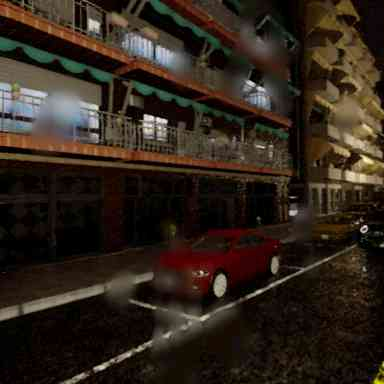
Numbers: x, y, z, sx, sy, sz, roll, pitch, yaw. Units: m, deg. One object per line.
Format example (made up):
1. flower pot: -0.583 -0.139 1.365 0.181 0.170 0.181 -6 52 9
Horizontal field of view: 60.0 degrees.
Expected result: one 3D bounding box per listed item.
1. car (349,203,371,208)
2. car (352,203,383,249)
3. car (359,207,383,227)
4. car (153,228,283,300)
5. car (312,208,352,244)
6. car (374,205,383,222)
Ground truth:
1. car: 11.319 1.633 21.907 2.192 1.841 5.009 -2 -2 39
2. car: 9.008 1.555 14.903 2.097 1.767 4.553 -2 -1 39
3. car: 14.799 1.917 26.199 2.008 1.369 4.403 -2 -2 39
4. car: 0.899 1.720 9.010 1.887 1.381 4.507 -2 -2 39
5. car: 7.742 1.794 17.473 1.752 1.417 4.829 -2 -2 39
6. car: 18.274 1.966 30.496 2.008 1.369 4.403 -2 -2 39
